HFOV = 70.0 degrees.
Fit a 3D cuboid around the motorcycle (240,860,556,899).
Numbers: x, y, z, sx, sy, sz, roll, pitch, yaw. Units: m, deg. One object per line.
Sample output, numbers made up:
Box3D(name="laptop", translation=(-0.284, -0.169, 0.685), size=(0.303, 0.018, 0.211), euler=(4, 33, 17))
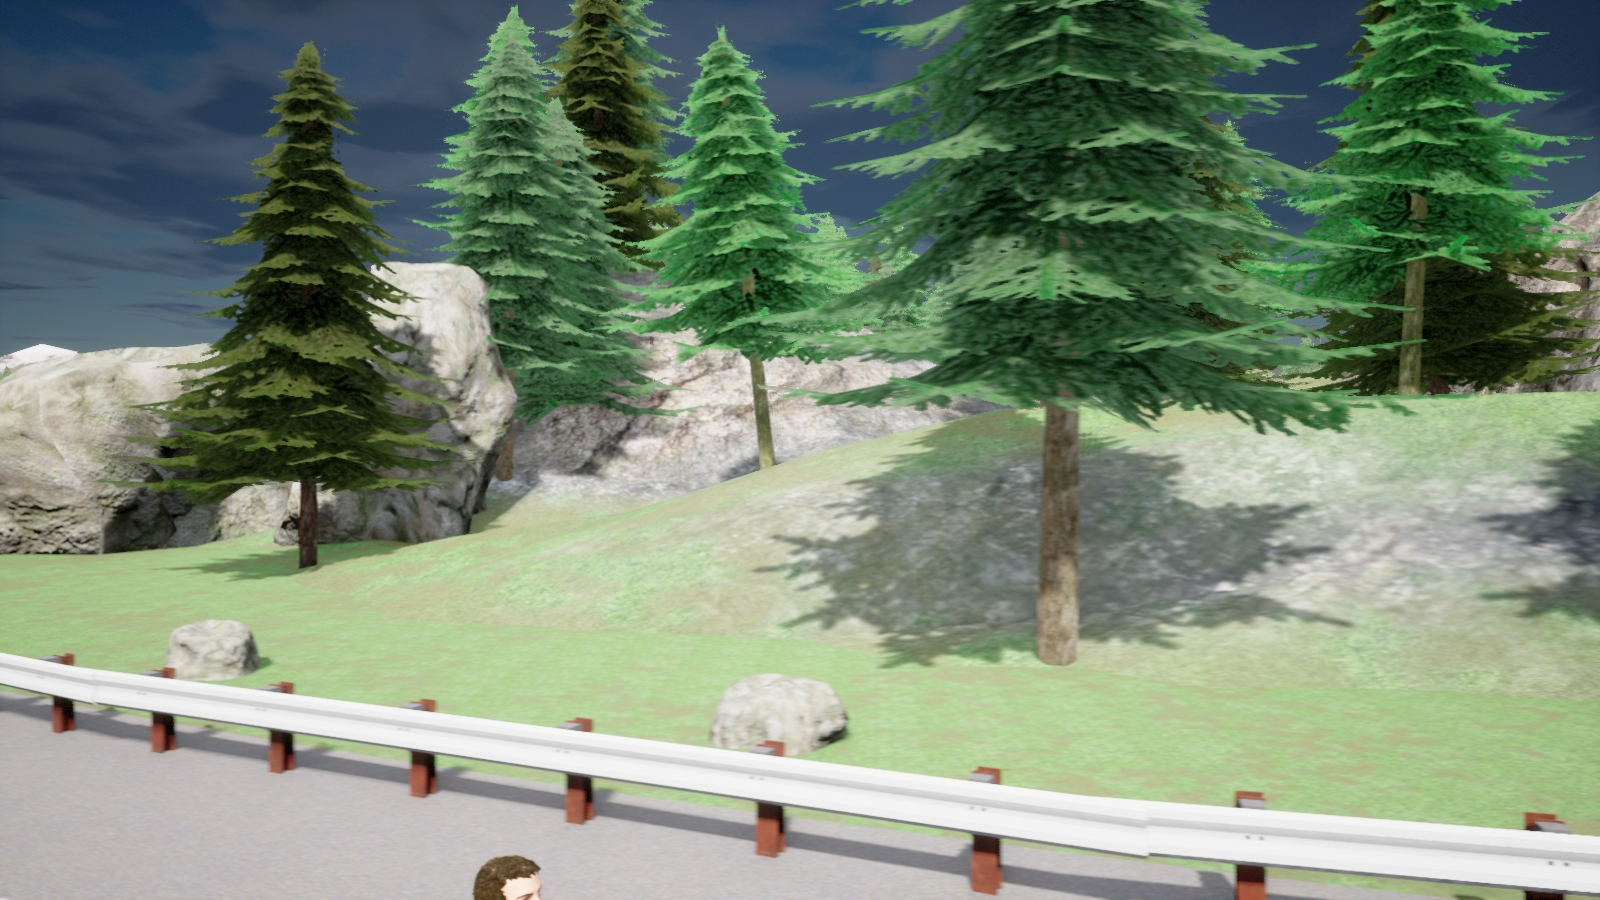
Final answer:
Box3D(name="motorcycle", translation=(-1.001, 2.175, 3.607), size=(2.033, 1.217, 0.803), euler=(0, 0, 22))
